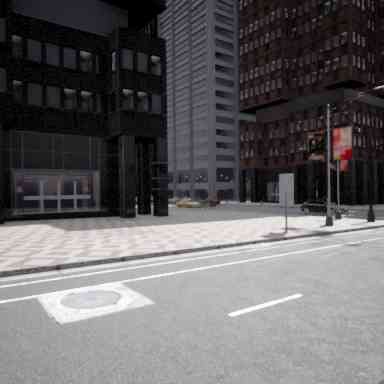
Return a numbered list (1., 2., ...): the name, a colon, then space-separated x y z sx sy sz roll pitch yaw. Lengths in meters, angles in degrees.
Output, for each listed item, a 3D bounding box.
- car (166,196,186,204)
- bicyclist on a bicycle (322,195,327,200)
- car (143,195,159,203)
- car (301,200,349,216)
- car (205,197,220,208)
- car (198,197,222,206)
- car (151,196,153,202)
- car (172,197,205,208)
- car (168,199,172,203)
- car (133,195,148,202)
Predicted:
1. car: -3.269 1.631 67.819 1.752 1.417 4.829 -1 1 -36
2. bicyclist on a bicycle: 17.415 1.247 43.805 1.656 1.620 0.582 -1 1 -36
3. car: -9.479 1.590 76.508 1.967 1.590 4.097 -1 1 -36
4. car: 13.560 1.562 34.198 1.837 1.490 4.892 -1 1 -36
5. car: 1.909 1.692 50.511 1.994 1.385 4.181 -1 0 -35
6. car: 3.138 1.608 58.853 1.887 1.381 4.507 -1 1 -36
7. car: -7.766 1.649 69.366 1.812 1.442 4.674 -1 0 -36
8. car: -0.547 1.696 49.349 1.752 1.417 4.829 -1 1 -36
9. car: -1.571 1.668 60.751 2.033 1.411 5.357 -1 0 -35
10. car: -12.633 1.614 80.922 1.967 1.590 4.097 -1 1 -36
